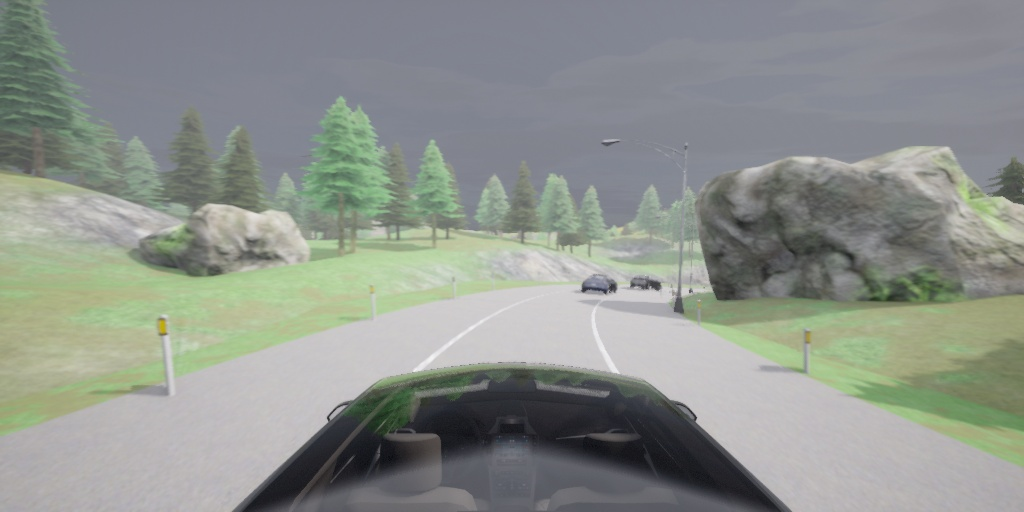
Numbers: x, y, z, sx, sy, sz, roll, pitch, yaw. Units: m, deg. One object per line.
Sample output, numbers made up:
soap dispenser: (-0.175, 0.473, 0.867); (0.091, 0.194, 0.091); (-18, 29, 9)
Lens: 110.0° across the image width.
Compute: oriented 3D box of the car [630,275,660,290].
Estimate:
car: (14.101, 2.786, 37.819); (2.128, 1.511, 4.902); (4, -1, 41)

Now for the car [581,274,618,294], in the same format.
car: (6.676, 2.068, 27.057); (1.994, 1.385, 4.181); (3, -1, 28)
